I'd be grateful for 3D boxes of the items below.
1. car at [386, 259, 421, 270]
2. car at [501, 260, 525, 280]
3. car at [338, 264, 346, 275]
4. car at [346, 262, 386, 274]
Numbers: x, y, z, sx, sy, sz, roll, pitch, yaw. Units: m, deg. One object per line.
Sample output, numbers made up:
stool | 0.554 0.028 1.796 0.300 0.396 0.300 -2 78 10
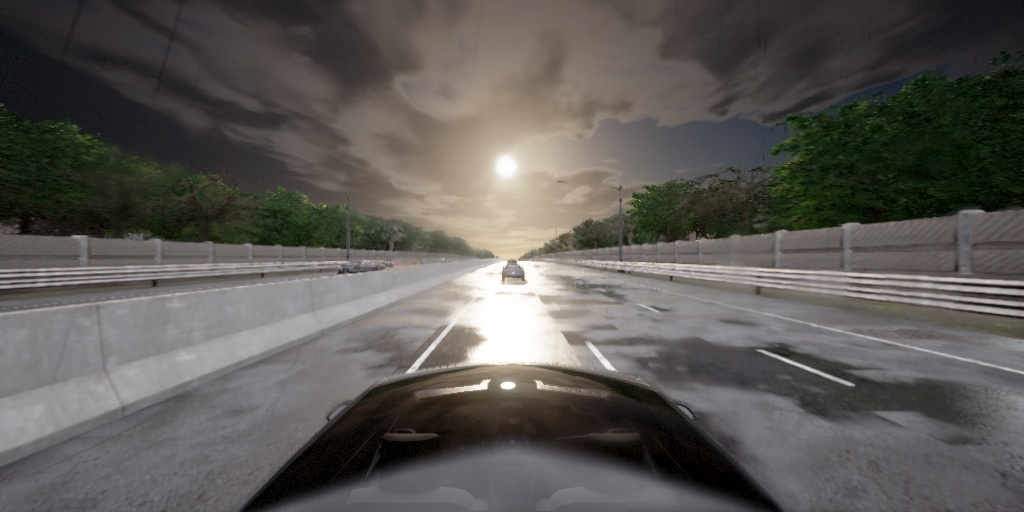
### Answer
car | -10.570 1.124 36.033 2.097 1.767 4.553 0 0 0
car | 0.105 1.331 31.038 1.994 1.385 4.181 0 0 0
car | -17.552 1.340 39.856 1.994 1.385 4.181 0 0 0
car | -14.072 1.319 35.895 2.033 1.411 5.357 0 0 0
